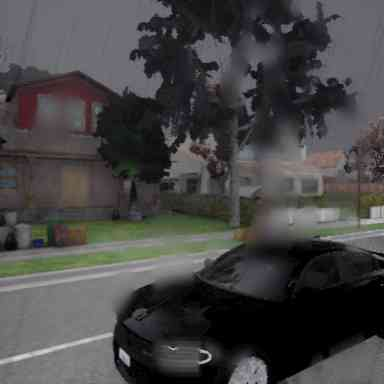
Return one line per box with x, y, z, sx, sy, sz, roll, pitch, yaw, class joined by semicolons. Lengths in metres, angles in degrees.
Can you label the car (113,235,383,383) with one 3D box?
1.349;1.460;4.911;5.008;1.535;1.882;0;0;-35;car
